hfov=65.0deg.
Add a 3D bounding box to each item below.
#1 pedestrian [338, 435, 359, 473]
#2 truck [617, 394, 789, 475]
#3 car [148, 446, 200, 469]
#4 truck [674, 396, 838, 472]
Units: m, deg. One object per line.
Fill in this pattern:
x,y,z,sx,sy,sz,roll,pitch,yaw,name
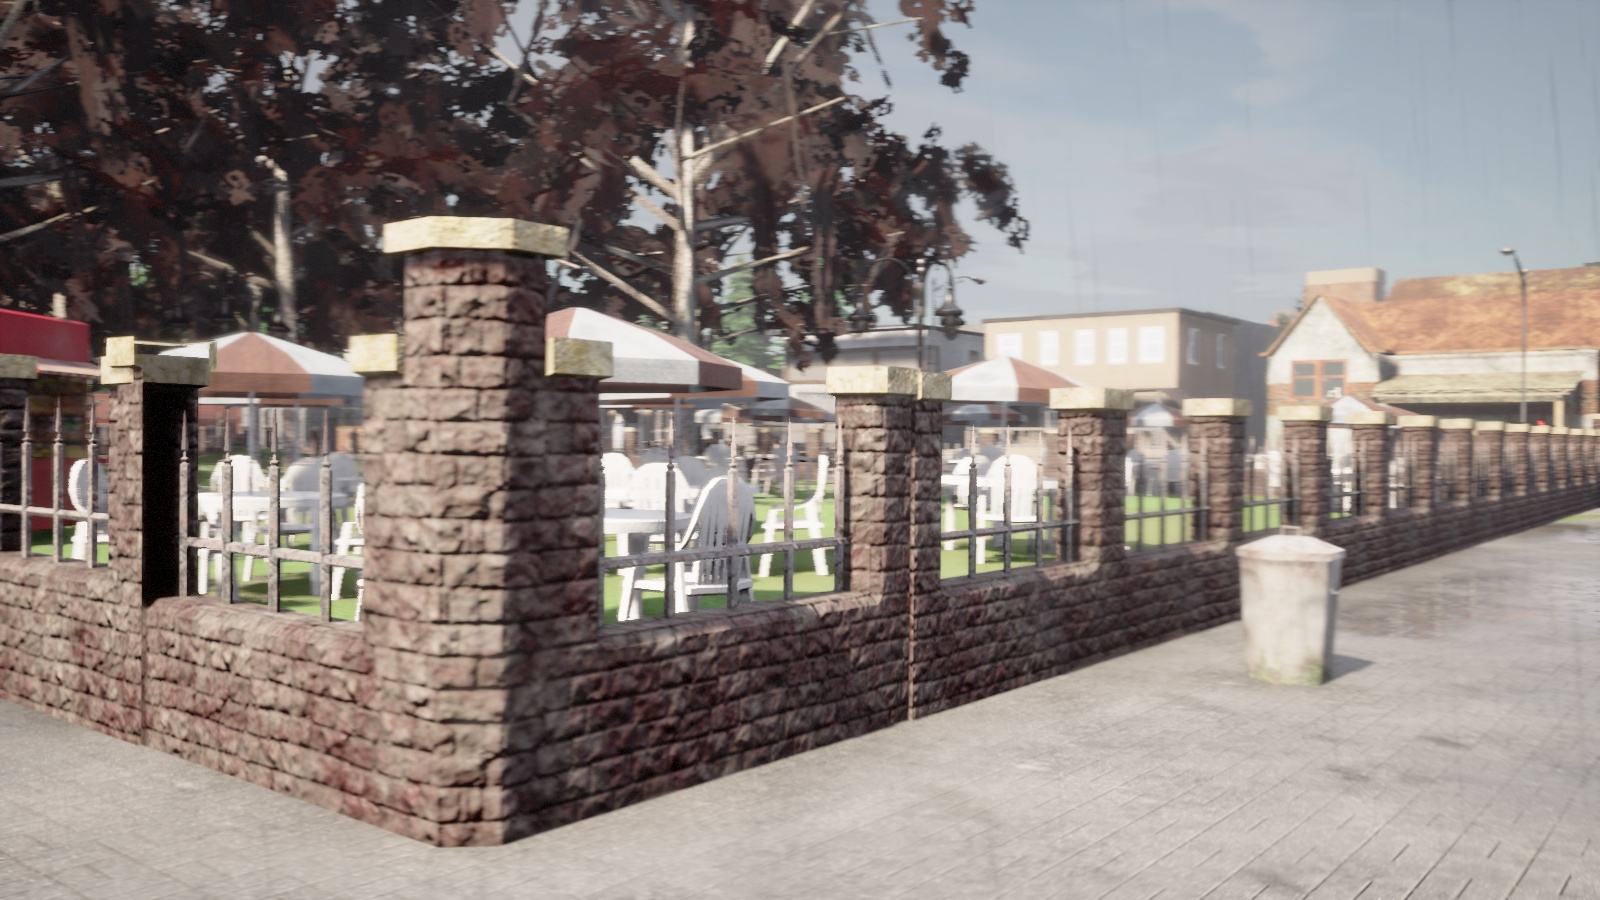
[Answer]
-23.590,0.193,65.593,0.873,1.952,0.659,0,1,39,pedestrian
-4.515,-0.665,57.355,7.936,3.462,2.891,0,1,38,truck
-44.177,0.509,88.578,3.705,1.549,1.789,0,1,37,car
-2.216,-0.726,60.659,7.936,3.462,2.891,0,1,39,truck
